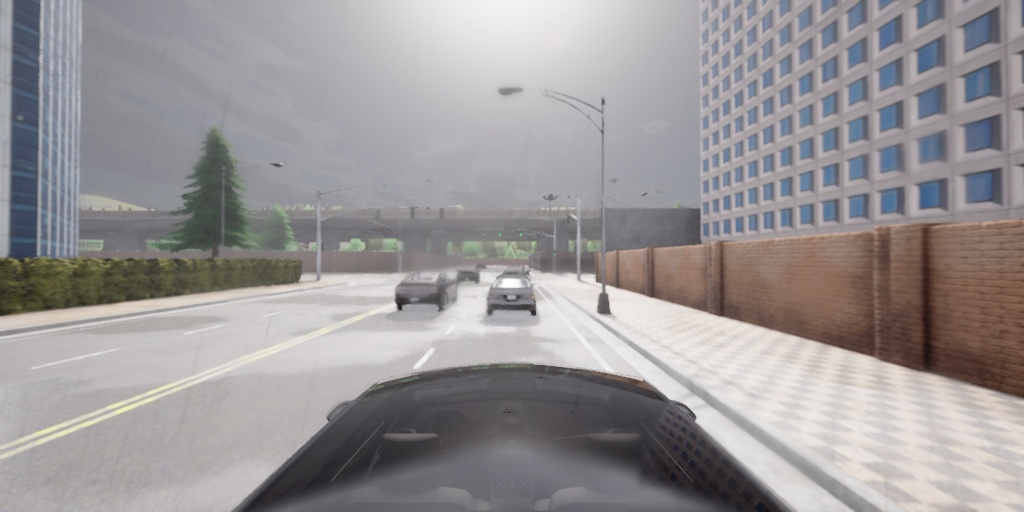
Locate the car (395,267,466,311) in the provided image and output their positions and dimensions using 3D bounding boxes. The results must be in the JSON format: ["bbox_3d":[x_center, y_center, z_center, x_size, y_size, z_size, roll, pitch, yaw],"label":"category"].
[{"bbox_3d":[-3.484,1.394,15.336,2.128,1.511,4.902,0,0,0],"label":"car"}]

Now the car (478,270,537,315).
[{"bbox_3d":[0.007,1.438,14.362,2.033,1.411,5.357,0,-1,0],"label":"car"}]

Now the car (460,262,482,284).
[{"bbox_3d":[-3.707,1.567,30.306,1.837,1.490,4.892,0,0,-5],"label":"car"}]

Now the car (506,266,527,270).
[{"bbox_3d":[0.434,1.566,30.234,1.837,1.490,4.892,-1,0,11],"label":"car"}]
